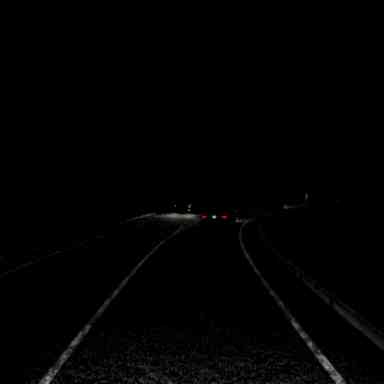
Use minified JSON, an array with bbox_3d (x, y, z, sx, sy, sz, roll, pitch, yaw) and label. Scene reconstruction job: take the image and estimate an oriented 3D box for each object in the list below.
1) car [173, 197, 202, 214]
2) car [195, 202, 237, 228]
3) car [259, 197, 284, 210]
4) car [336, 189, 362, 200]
[{"bbox_3d":[-0.333,1.350,35.374,2.097,1.767,4.553,0,0,20],"label":"car"},{"bbox_3d":[1.921,1.557,22.529,2.033,1.411,5.357,0,0,13],"label":"car"},{"bbox_3d":[9.689,1.365,40.411,2.128,1.511,4.902,-1,0,33],"label":"car"},{"bbox_3d":[29.732,0.488,62.917,5.566,2.045,2.150,-2,0,-28],"label":"car"}]
